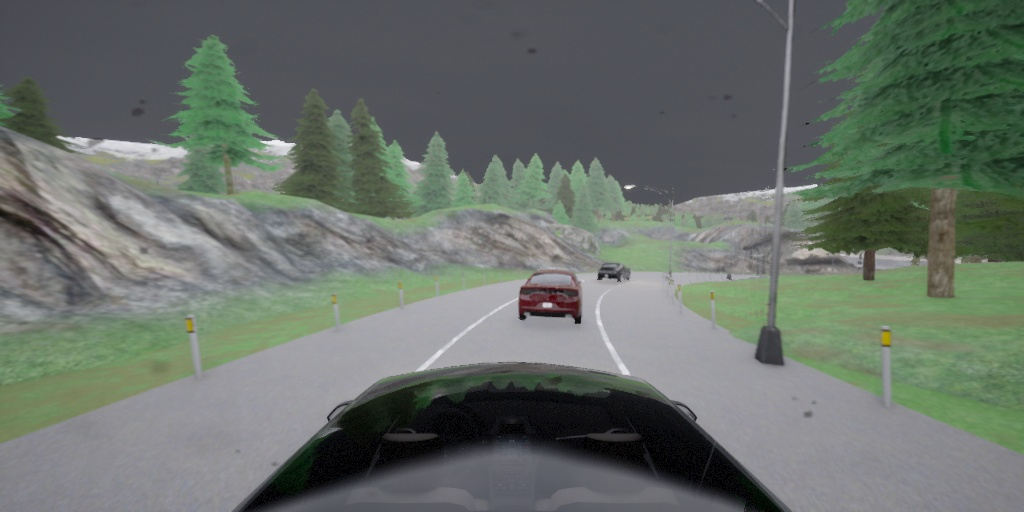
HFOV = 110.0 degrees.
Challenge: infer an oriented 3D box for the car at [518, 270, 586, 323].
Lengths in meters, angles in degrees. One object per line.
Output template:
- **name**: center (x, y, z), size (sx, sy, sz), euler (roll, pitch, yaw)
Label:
- **car**: center (1.469, 1.205, 12.324), size (1.882, 1.535, 5.008), euler (1, 0, 11)

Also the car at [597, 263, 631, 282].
- **car**: center (8.614, 1.327, 29.960), size (1.837, 1.490, 4.892), euler (3, 1, 31)
